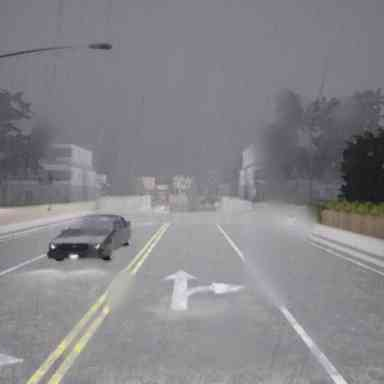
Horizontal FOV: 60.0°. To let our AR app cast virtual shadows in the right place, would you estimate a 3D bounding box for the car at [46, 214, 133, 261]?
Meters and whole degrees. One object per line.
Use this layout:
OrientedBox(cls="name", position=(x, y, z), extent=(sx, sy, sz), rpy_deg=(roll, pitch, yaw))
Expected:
OrientedBox(cls="car", position=(-3.513, 1.552, 12.585), extent=(2.033, 1.411, 5.357), rpy_deg=(0, 0, 0))
